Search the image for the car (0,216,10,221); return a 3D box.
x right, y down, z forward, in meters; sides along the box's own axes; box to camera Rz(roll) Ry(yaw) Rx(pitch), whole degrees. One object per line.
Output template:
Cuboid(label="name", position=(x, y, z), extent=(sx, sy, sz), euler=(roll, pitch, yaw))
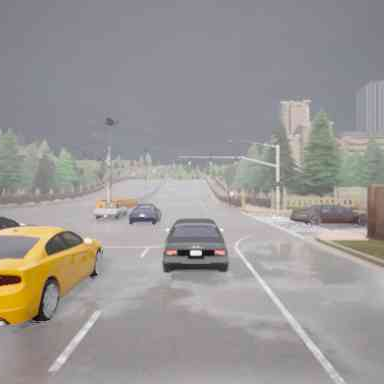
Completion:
Cuboid(label="car", position=(-6.905, 1.483, 11.023), extent=(1.882, 1.535, 5.008), euler=(0, 0, 0))

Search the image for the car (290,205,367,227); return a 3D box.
Cuboid(label="car", position=(9.429, 1.559, 22.352), extent=(5.357, 1.411, 2.033), euler=(0, 0, 4))

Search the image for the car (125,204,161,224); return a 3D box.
Cuboid(label="car", position=(-3.407, 1.577, 24.766), extent=(1.994, 1.385, 4.181), euler=(0, 0, 0))

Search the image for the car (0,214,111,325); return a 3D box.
Cuboid(label="car", position=(-3.401, 1.481, 7.239), extent=(1.882, 1.535, 5.008), euler=(0, 0, 0))

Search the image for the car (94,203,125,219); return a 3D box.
Cuboid(label="car", position=(-6.908, 1.616, 28.755), extent=(1.895, 1.301, 4.718), euler=(0, 0, 0))

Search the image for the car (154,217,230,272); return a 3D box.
Cuboid(label="car", position=(0.095, 1.553, 10.711), extent=(2.033, 1.411, 5.357), euler=(0, 0, 0))
